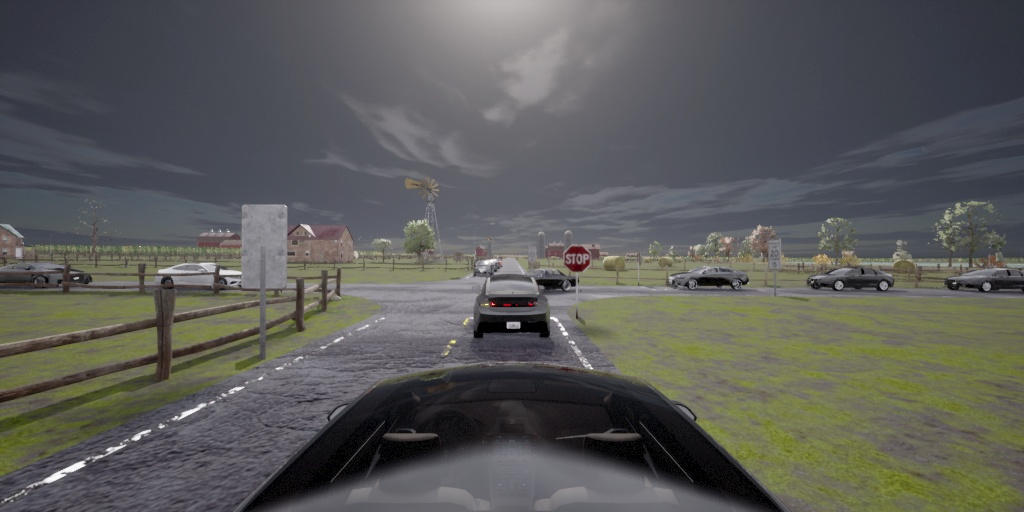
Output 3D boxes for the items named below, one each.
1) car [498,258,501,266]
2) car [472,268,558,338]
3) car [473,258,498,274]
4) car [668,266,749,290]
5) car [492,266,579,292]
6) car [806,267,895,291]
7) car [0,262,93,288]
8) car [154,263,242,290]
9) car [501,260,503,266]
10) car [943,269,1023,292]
[{"bbox_3d":[-2.853,1.237,46.325,2.128,1.511,4.902,0,0,0],"label":"car"},{"bbox_3d":[-0.074,1.256,10.192,1.837,1.490,4.892,0,0,-3],"label":"car"},{"bbox_3d":[-2.860,1.239,36.879,2.128,1.511,4.902,0,0,0],"label":"car"},{"bbox_3d":[12.797,1.395,23.467,4.902,1.511,2.128,1,-1,-2],"label":"car"},{"bbox_3d":[1.499,1.367,20.239,4.718,1.301,1.895,1,0,-35],"label":"car"},{"bbox_3d":[22.199,1.497,23.639,4.892,1.490,1.837,1,-1,-1],"label":"car"},{"bbox_3d":[-26.364,1.046,20.027,4.181,1.385,1.994,1,-1,-1],"label":"car"},{"bbox_3d":[-17.244,1.102,20.149,4.674,1.442,1.812,1,-1,-1],"label":"car"},{"bbox_3d":[-2.822,1.235,55.867,2.128,1.511,4.902,0,0,0],"label":"car"},{"bbox_3d":[31.702,1.585,23.760,4.892,1.490,1.837,1,-1,-1],"label":"car"}]
